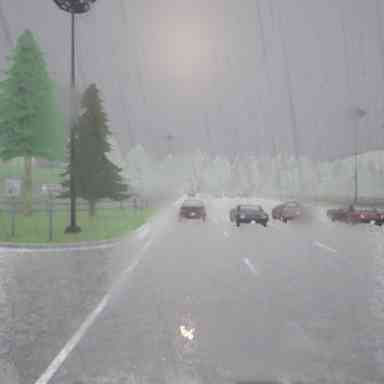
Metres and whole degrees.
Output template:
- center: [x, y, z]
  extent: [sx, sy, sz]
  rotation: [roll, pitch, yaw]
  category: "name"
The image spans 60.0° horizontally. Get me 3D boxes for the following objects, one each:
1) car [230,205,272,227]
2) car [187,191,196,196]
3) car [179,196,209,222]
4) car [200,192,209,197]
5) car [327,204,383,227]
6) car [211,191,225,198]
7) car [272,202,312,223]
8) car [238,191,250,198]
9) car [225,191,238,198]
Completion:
- center: [3.575, 1.460, 21.684]
  extent: [1.895, 1.301, 4.718]
  rotation: [0, 0, 0]
  category: "car"
- center: [-0.097, 0.635, 88.072]
  extent: [2.150, 2.045, 5.566]
  rotation: [0, 0, 0]
  category: "car"
- center: [0.074, 1.316, 24.798]
  extent: [1.882, 1.535, 5.008]
  rotation: [0, 0, 0]
  category: "car"
- center: [3.403, 1.014, 88.495]
  extent: [1.895, 1.301, 4.718]
  rotation: [0, 0, 0]
  category: "car"
- center: [10.575, 1.460, 21.692]
  extent: [1.895, 1.301, 4.718]
  rotation: [0, 0, 0]
  category: "car"
- center: [6.903, 0.961, 88.052]
  extent: [2.033, 1.411, 5.357]
  rotation: [0, 0, 0]
  category: "car"
- center: [7.074, 1.408, 24.005]
  extent: [1.994, 1.385, 4.181]
  rotation: [0, 0, 0]
  category: "car"
- center: [13.903, 0.636, 88.087]
  extent: [2.150, 2.045, 5.566]
  rotation: [0, 0, 0]
  category: "car"
- center: [10.403, 0.972, 88.473]
  extent: [1.994, 1.385, 4.181]
  rotation: [0, 0, 0]
  category: "car"
